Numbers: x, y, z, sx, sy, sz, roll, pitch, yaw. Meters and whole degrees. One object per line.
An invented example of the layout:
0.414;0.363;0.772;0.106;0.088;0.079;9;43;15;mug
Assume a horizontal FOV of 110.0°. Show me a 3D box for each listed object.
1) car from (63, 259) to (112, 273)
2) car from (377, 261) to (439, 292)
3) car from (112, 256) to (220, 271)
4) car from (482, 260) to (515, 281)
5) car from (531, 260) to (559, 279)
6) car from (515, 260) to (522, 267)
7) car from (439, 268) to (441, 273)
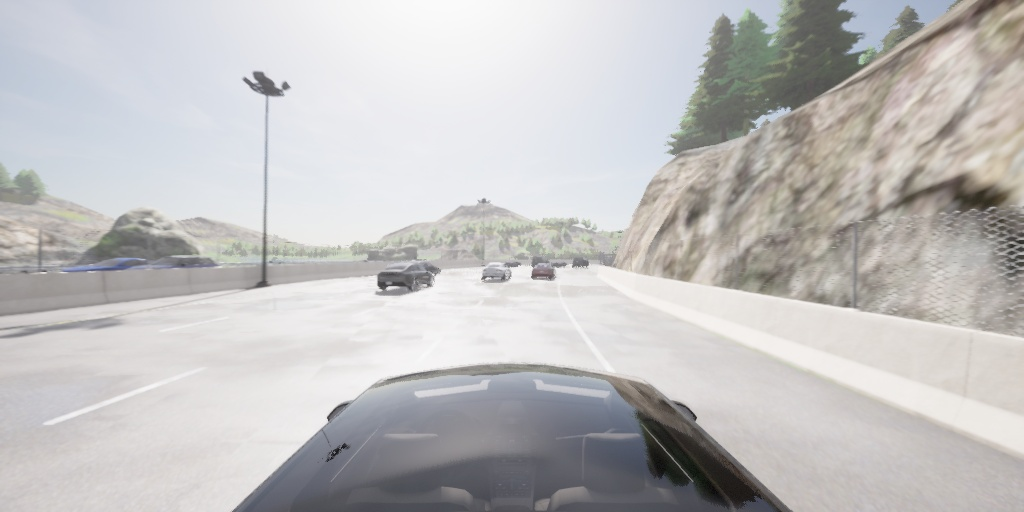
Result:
-23.576;0.857;21.714;1.882;1.535;5.008;1;0;6;car
-6.012;1.164;20.715;1.837;1.490;4.892;0;0;6;car
-20.080;0.787;21.455;2.097;1.767;4.553;1;0;6;car
-1.236;1.262;30.086;1.812;1.442;4.674;1;0;10;car
3.009;1.369;33.727;1.994;1.385;4.181;1;0;11;car
0.214;1.368;64.203;1.895;1.301;4.718;1;0;22;car
-8.259;1.173;32.455;2.033;1.411;5.357;1;0;11;car
